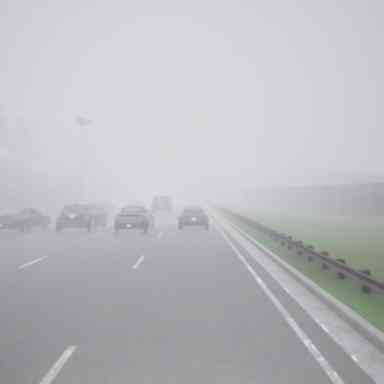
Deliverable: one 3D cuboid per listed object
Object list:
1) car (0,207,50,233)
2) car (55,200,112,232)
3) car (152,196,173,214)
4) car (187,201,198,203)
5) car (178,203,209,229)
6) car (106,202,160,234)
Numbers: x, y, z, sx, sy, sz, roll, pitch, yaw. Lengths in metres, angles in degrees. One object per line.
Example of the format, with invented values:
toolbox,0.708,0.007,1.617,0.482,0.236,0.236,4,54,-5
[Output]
car,-10.415,1.648,20.371,1.812,1.442,4.674,0,0,0
car,-6.901,1.480,21.264,2.097,1.767,4.553,0,0,0
car,-3.402,1.452,38.353,2.150,2.045,5.566,0,0,0
car,0.084,1.768,40.196,1.812,1.442,4.674,0,0,0
car,0.099,1.703,22.963,1.994,1.385,4.181,0,0,0
car,-3.401,1.614,20.222,2.128,1.511,4.902,0,0,0
